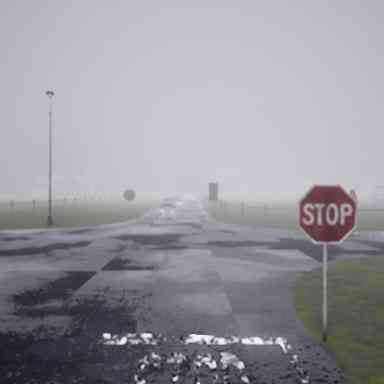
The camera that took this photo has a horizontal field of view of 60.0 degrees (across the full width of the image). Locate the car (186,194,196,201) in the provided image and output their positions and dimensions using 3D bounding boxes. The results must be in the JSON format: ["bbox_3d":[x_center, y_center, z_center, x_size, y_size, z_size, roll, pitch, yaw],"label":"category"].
[{"bbox_3d":[-0.231,1.129,71.774,1.994,1.385,4.181,0,0,0],"label":"car"}]

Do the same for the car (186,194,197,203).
[{"bbox_3d":[-0.147,1.308,61.977,1.812,1.442,4.674,0,0,1],"label":"car"}]

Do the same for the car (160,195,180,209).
[{"bbox_3d":[-2.985,1.402,42.691,2.033,1.411,5.357,0,0,0],"label":"car"}]

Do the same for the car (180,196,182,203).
[{"bbox_3d":[-2.965,1.316,65.355,2.033,1.411,5.357,0,0,0],"label":"car"}]
